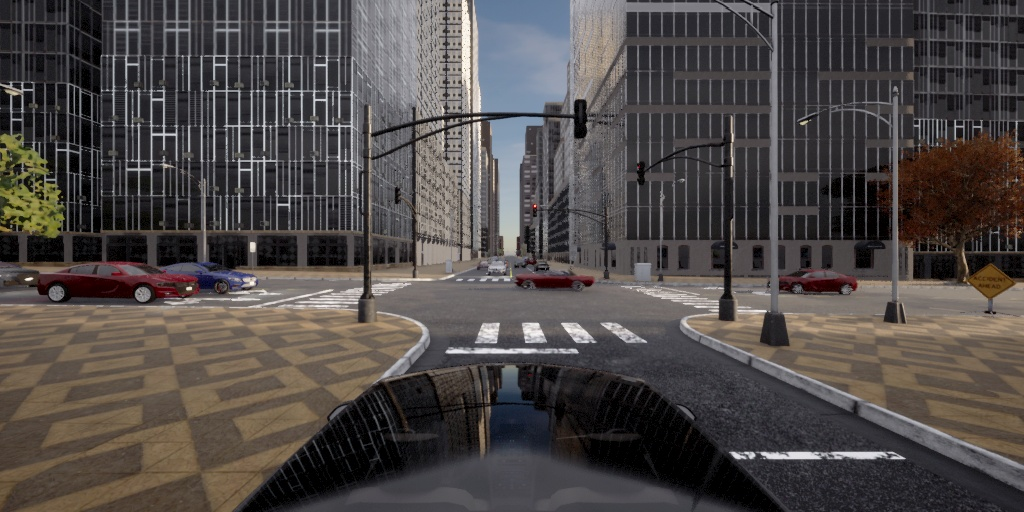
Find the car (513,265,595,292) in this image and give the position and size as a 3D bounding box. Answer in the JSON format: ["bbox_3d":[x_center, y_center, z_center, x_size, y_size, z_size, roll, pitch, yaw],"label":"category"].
[{"bbox_3d":[2.432,1.393,21.675,4.718,1.301,1.895,1,0,-3],"label":"car"}]

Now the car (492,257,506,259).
[{"bbox_3d":[-1.672,1.109,58.561,2.097,1.767,4.553,0,0,-1],"label":"car"}]

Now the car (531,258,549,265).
[{"bbox_3d":[3.850,1.329,46.719,1.948,1.339,4.313,0,0,0],"label":"car"}]

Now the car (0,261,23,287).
[{"bbox_3d":[-24.901,0.882,16.921,4.181,1.385,1.994,1,0,-3],"label":"car"}]

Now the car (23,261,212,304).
[{"bbox_3d":[-15.286,0.973,14.124,5.008,1.535,1.882,1,0,-2],"label":"car"}]

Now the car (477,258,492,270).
[{"bbox_3d":[-4.113,1.343,52.197,1.802,1.307,4.207,0,0,0],"label":"car"}]

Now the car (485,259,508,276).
[{"bbox_3d":[-1.560,1.293,38.321,1.812,1.442,4.674,0,0,0],"label":"car"}]

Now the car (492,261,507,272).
[{"bbox_3d":[-1.619,1.363,48.281,1.895,1.301,4.718,0,0,0],"label":"car"}]

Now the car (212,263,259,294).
[{"bbox_3d":[-14.975,1.026,17.396,4.674,1.442,1.812,1,0,-1],"label":"car"}]

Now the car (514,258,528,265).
[{"bbox_3d":[1.251,1.356,60.432,1.895,1.301,4.718,0,0,0],"label":"car"}]

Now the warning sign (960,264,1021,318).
[{"bbox_3d":[17.258,1.204,12.940,1.060,1.860,1.300,0,0,-3],"label":"warning sign"}]

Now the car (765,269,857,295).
[{"bbox_3d":[18.668,1.589,22.468,5.008,1.535,1.882,1,0,-3],"label":"car"}]
